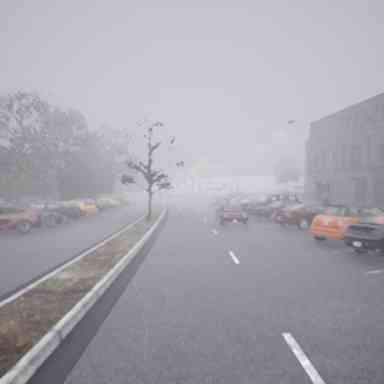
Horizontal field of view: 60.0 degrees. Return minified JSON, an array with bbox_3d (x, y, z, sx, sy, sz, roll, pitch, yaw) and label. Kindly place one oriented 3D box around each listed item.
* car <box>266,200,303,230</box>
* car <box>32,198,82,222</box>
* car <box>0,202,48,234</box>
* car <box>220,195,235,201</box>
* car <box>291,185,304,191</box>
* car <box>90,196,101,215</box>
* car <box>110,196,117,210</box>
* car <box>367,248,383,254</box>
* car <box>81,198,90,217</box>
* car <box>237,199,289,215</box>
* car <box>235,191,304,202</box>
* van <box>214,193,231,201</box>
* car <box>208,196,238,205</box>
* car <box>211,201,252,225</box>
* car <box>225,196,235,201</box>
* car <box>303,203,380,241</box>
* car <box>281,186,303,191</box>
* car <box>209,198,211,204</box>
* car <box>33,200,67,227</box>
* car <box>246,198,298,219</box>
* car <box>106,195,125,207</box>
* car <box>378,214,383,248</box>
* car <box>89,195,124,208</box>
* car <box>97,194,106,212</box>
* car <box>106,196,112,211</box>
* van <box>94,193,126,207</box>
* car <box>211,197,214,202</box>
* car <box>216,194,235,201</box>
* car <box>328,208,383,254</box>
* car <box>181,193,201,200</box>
[{"bbox_3d":[7.501,1.460,20.833,5.008,1.535,2.097,1,0,-22],"label":"car"},{"bbox_3d":[-10.865,1.495,24.183,5.008,1.535,2.097,-1,0,-22],"label":"car"},{"bbox_3d":[-10.703,1.528,18.247,4.792,1.488,2.163,-1,0,-21],"label":"car"},{"bbox_3d":[6.445,1.478,41.953,4.674,1.452,2.002,1,0,-24],"label":"car"},{"bbox_3d":[22.934,-0.449,69.661,2.435,2.045,5.566,-7,4,-30],"label":"car"},{"bbox_3d":[-11.313,1.492,30.026,5.366,1.575,1.946,-1,0,-23],"label":"car"},{"bbox_3d":[-11.677,1.529,38.967,4.674,1.452,2.002,-1,0,-24],"label":"car"},{"bbox_3d":[3.091,1.476,1.524,1.882,1.535,5.008,0,0,0],"label":"car"},{"bbox_3d":[-11.031,1.369,27.134,4.553,1.767,2.185,-1,0,-22],"label":"car"},{"bbox_3d":[7.007,1.487,32.909,4.674,1.452,2.002,1,0,-23],"label":"car"},{"bbox_3d":[7.141,1.199,29.872,5.566,2.045,2.435,1,0,-23],"label":"car"},{"bbox_3d":[5.885,1.205,47.923,4.442,1.987,1.878,1,0,-25],"label":"van"},{"bbox_3d":[5.341,1.458,56.972,4.792,1.488,2.163,1,0,-26],"label":"car"},{"bbox_3d":[2.719,1.580,23.868,1.895,1.301,4.718,0,0,-2],"label":"car"},{"bbox_3d":[6.657,1.481,38.936,4.674,1.452,2.002,1,0,-24],"label":"car"},{"bbox_3d":[7.623,1.342,14.787,4.553,1.767,2.185,1,0,-21],"label":"car"},{"bbox_3d":[19.987,0.132,69.146,2.002,1.452,4.674,-7,4,-30],"label":"car"},{"bbox_3d":[5.283,1.421,53.912,5.366,1.575,1.946,1,0,-26],"label":"car"},{"bbox_3d":[-10.736,1.525,21.241,4.792,1.488,2.163,-1,0,-22],"label":"car"},{"bbox_3d":[7.301,1.454,26.868,5.008,1.535,2.097,1,0,-23],"label":"car"},{"bbox_3d":[-11.729,1.482,42.002,5.366,1.575,1.946,-1,0,-24],"label":"car"},{"bbox_3d":[7.733,1.474,8.750,5.008,1.535,2.097,1,0,-21],"label":"car"},{"bbox_3d":[-12.345,1.360,47.837,4.553,1.767,2.185,-1,0,-25],"label":"car"},{"bbox_3d":[-11.276,1.365,33.067,4.553,1.767,2.185,-1,0,-23],"label":"car"},{"bbox_3d":[-11.479,1.530,36.013,4.674,1.452,2.002,-1,0,-23],"label":"car"},{"bbox_3d":[-12.540,1.257,50.825,4.442,1.987,1.878,-1,0,-25],"label":"van"},{"bbox_3d":[5.758,1.303,50.996,4.553,1.767,2.185,1,0,-25],"label":"car"},{"bbox_3d":[6.234,1.436,44.964,4.892,1.521,2.231,1,0,-25],"label":"car"},{"bbox_3d":[7.680,1.472,11.768,4.892,1.521,2.231,1,0,-21],"label":"car"},{"bbox_3d":[0.215,1.472,94.493,4.553,1.767,2.185,0,0,-30],"label":"car"}]
